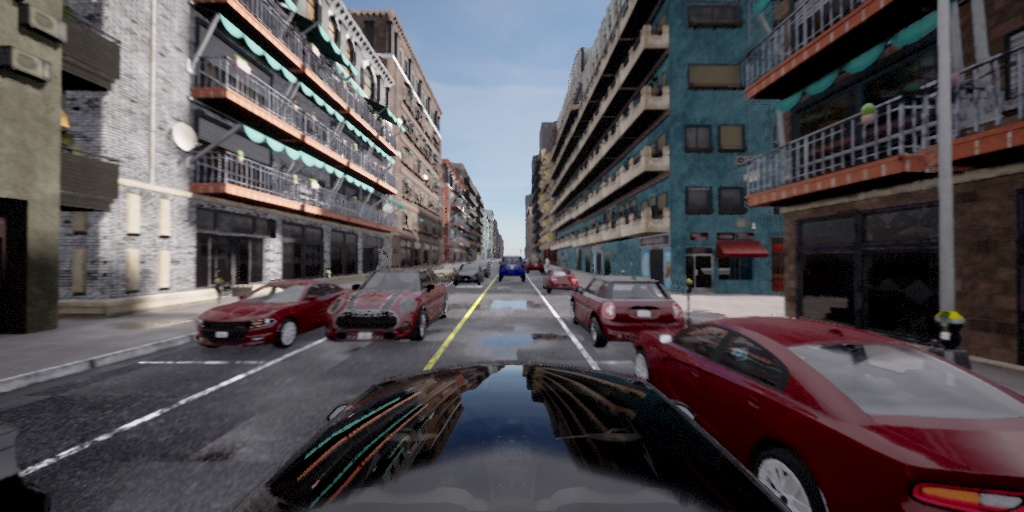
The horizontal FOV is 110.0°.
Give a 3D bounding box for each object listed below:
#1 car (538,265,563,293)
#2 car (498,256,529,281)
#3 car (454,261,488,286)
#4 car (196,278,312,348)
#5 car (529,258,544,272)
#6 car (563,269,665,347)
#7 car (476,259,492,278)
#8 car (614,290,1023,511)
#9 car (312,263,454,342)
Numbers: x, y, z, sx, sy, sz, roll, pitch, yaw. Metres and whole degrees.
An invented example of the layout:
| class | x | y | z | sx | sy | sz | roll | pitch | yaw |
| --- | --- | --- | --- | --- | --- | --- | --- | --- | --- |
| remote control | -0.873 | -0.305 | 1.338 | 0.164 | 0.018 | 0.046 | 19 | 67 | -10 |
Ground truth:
| class | x | y | z | sx | sy | sz | roll | pitch | yaw |
| --- | --- | --- | --- | --- | --- | --- | --- | --- | --- |
| car | 2.682 | 1.346 | 20.313 | 1.802 | 1.307 | 4.207 | 0 | 0 | 0 |
| car | -0.001 | 0.991 | 29.959 | 2.150 | 2.045 | 5.566 | 0 | 0 | 0 |
| car | -3.013 | 1.296 | 25.913 | 1.837 | 1.490 | 4.892 | 0 | 0 | 0 |
| car | -5.693 | 1.300 | 9.275 | 1.888 | 1.381 | 4.507 | 0 | 0 | 0 |
| car | 2.671 | 1.097 | 42.407 | 2.192 | 1.841 | 5.009 | 0 | 0 | 0 |
| car | 2.688 | 1.195 | 9.266 | 1.967 | 1.591 | 4.097 | 0 | 0 | 0 |
| car | -3.017 | 1.279 | 33.864 | 1.837 | 1.490 | 4.892 | 0 | 0 | 0 |
| car | 2.691 | 1.297 | 3.742 | 1.888 | 1.381 | 4.507 | 0 | 0 | 0 |
| car | -3.102 | 1.112 | 9.814 | 2.097 | 1.767 | 4.553 | 0 | -1 | 0 |
